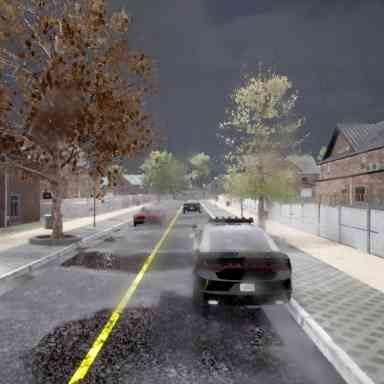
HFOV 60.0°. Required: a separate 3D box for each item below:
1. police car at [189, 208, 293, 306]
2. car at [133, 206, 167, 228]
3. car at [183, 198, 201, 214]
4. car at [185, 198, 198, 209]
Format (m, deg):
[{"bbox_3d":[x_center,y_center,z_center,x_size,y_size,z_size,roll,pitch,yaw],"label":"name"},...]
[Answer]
[{"bbox_3d":[0.946,1.430,8.275,1.930,1.638,5.238,0,0,0],"label":"police car"},{"bbox_3d":[-2.797,1.615,22.744,1.895,1.301,4.718,0,0,0],"label":"car"},{"bbox_3d":[0.004,1.503,36.266,1.882,1.535,5.008,0,0,0],"label":"car"},{"bbox_3d":[-0.045,1.563,46.712,1.812,1.442,4.674,0,0,0],"label":"car"}]
